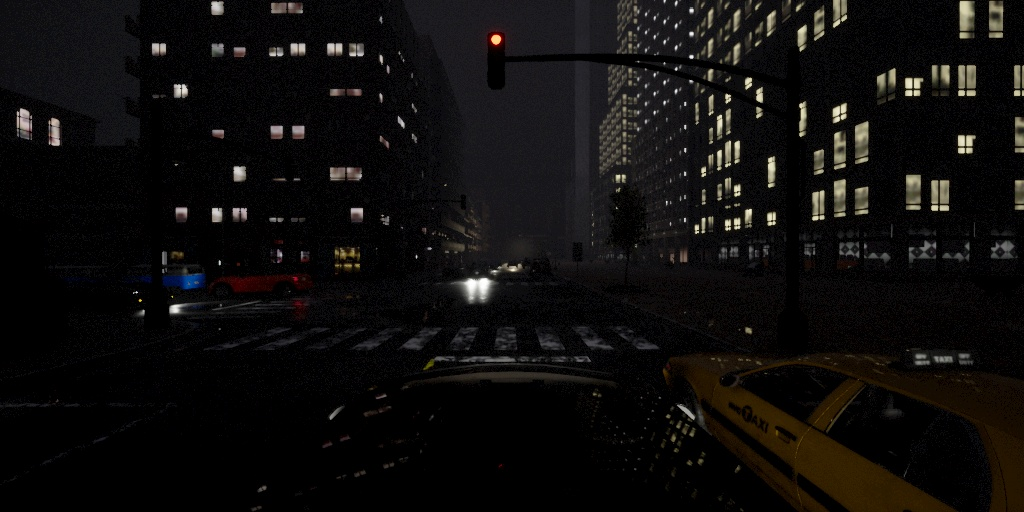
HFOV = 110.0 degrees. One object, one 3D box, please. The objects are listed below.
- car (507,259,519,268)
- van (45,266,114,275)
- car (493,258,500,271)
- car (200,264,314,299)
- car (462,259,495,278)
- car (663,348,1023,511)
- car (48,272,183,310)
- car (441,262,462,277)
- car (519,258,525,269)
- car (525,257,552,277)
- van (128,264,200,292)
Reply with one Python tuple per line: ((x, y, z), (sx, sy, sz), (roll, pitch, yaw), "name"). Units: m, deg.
((0.099, 1.286, 63.529), (2.128, 1.511, 4.902), (0, 0, 0), "car")
((-26.305, 1.481, 21.479), (3.998, 1.789, 1.690), (0, 0, -1), "van")
((-3.095, 1.252, 50.438), (1.882, 1.535, 5.008), (0, 0, 0), "car")
((-13.363, 1.290, 19.245), (4.553, 1.767, 2.097), (-1, 0, -5), "car")
((-3.099, 1.250, 34.133), (2.128, 1.511, 4.902), (0, 0, 0), "car")
((2.689, 1.275, 2.527), (1.751, 1.417, 4.829), (0, 0, 0), "car")
((-17.602, 1.583, 15.765), (4.181, 1.385, 1.994), (-1, 0, -1), "car")
((-5.691, 1.309, 34.770), (2.007, 1.370, 4.403), (0, 0, 0), "car")
((2.689, 1.098, 56.875), (2.192, 1.841, 5.009), (0, 0, 0), "car")
((2.689, 1.074, 34.770), (2.192, 1.841, 5.009), (0, 0, 0), "car")
((-20.767, 1.390, 21.530), (3.998, 1.789, 1.690), (0, 0, -1), "van")
